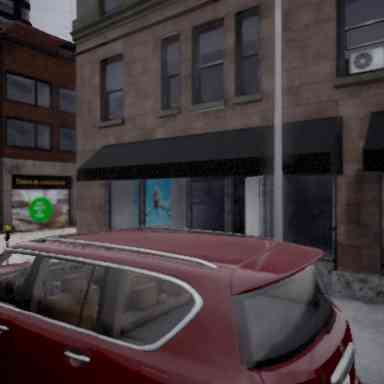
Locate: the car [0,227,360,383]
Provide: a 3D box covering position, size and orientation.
[{"bbox_3d":[-0.979,1.314,3.504,5.009,1.841,2.192,0,0,35],"label":"car"}]
